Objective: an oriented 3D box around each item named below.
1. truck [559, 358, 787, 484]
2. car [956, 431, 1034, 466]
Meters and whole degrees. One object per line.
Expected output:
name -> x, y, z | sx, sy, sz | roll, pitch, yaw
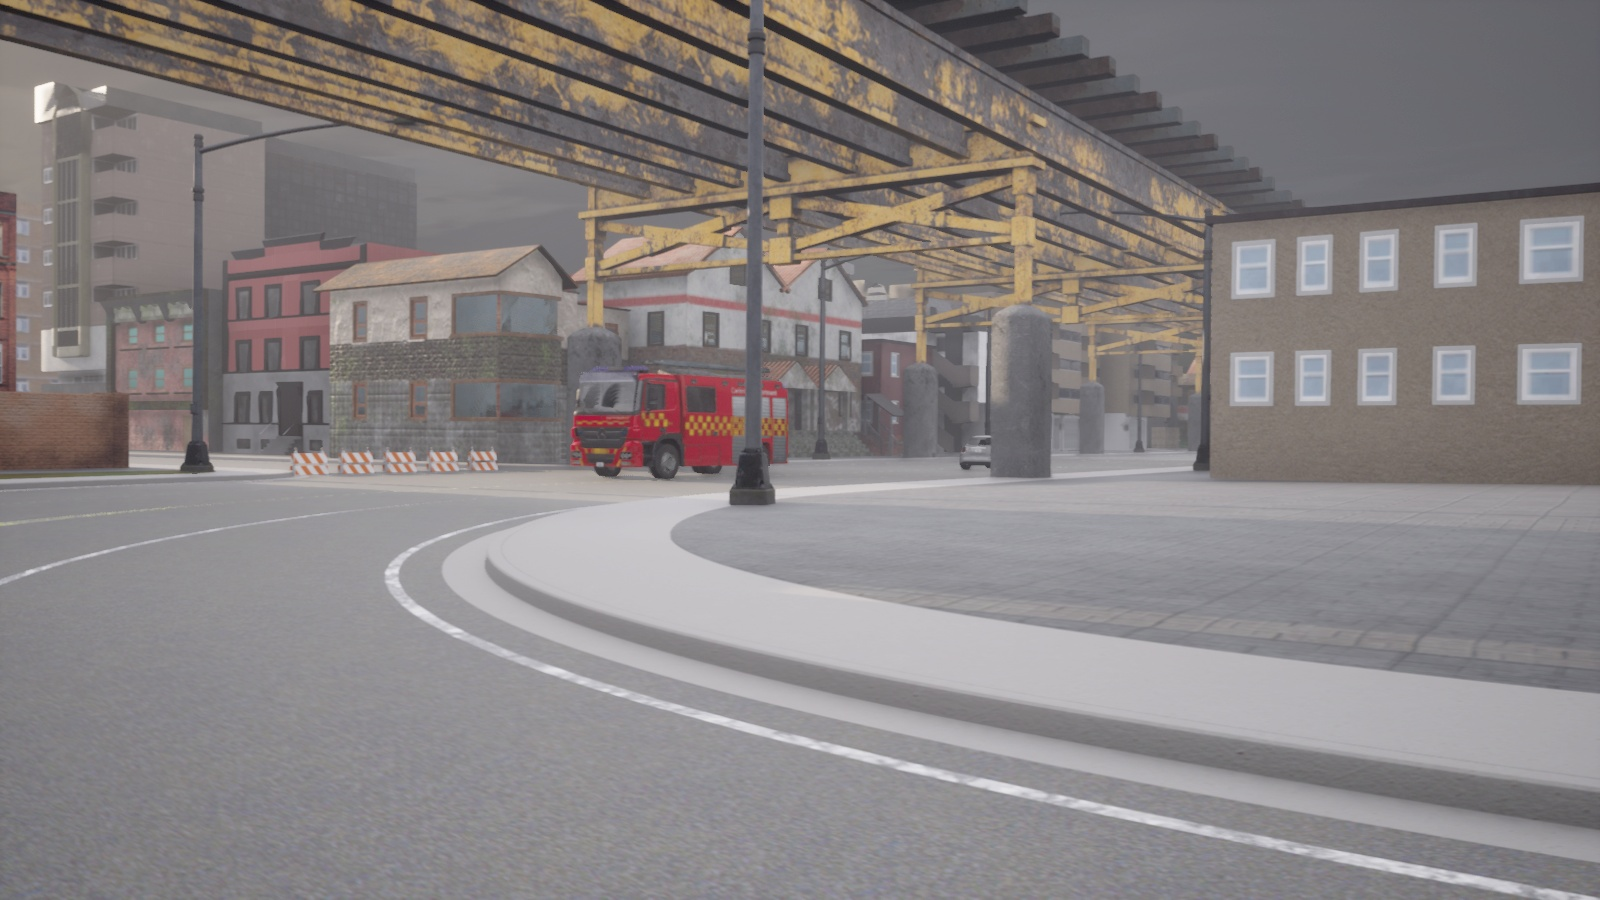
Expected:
truck -> -4.033, -0.942, 42.326 | 2.891, 3.827, 8.468 | 0, 1, 34
car -> 8.555, -0.080, 54.872 | 1.970, 1.475, 3.806 | 0, 1, 33
